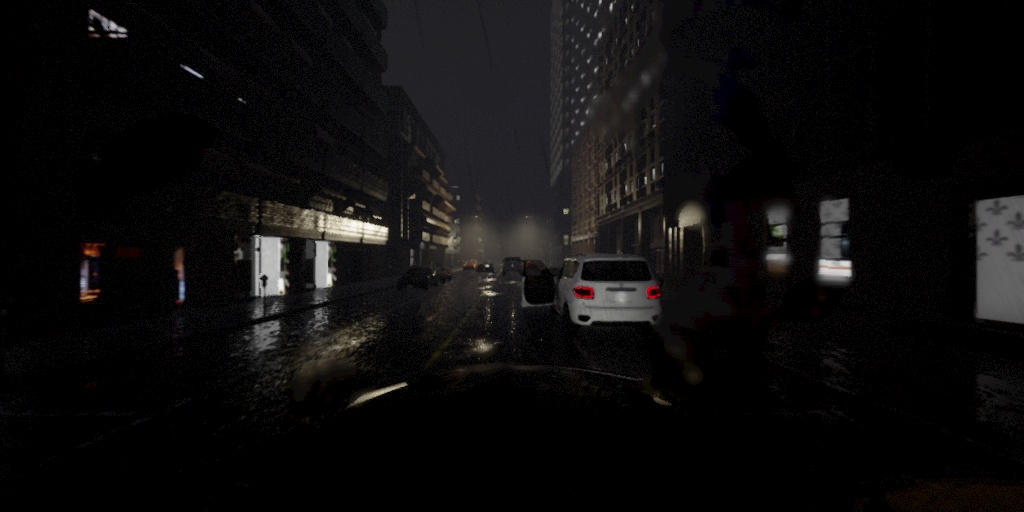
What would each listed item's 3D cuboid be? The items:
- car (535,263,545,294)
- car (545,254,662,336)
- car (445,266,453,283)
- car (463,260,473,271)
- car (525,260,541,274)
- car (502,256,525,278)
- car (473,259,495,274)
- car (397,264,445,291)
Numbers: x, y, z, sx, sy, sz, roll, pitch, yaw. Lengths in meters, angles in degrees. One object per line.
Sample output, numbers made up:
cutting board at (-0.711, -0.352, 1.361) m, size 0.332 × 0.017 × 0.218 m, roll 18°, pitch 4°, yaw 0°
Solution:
car at (2.679, 1.333, 22.271) m, size 1.948 × 1.339 × 4.313 m, roll 0°, pitch 0°, yaw 0°
car at (2.390, 0.977, 10.515) m, size 2.150 × 2.045 × 5.566 m, roll 0°, pitch 0°, yaw 0°
car at (-5.704, 1.298, 27.746) m, size 1.751 × 1.417 × 4.829 m, roll 0°, pitch 0°, yaw 0°
car at (-5.716, 1.241, 50.509) m, size 1.967 × 1.591 × 4.097 m, roll 0°, pitch 0°, yaw 0°
car at (2.665, 1.347, 50.513) m, size 1.888 × 1.381 × 4.507 m, roll 0°, pitch 0°, yaw 0°
car at (0.068, 1.011, 39.839) m, size 2.150 × 2.045 × 5.566 m, roll 0°, pitch 0°, yaw 0°
car at (-3.086, 1.355, 42.221) m, size 1.994 × 1.385 × 4.181 m, roll 0°, pitch 0°, yaw 0°
car at (-5.702, 1.332, 22.267) m, size 1.948 × 1.339 × 4.313 m, roll 0°, pitch 0°, yaw 0°
